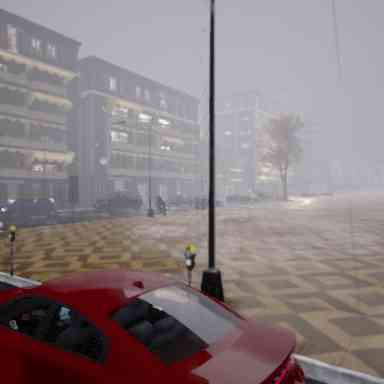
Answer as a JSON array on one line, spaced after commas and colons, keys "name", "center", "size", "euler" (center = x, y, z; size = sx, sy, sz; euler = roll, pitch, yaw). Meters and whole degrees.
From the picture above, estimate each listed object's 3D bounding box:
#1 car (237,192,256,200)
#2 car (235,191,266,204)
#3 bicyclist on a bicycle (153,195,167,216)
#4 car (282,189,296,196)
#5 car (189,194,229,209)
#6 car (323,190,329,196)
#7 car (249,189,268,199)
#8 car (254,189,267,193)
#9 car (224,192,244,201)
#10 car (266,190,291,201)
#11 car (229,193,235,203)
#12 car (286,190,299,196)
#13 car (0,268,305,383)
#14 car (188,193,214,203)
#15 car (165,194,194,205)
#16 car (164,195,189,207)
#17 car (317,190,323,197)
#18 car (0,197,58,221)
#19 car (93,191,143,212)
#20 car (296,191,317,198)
[{"name": "car", "center": [10.847, 0.661, 65.562], "size": [1.752, 1.417, 4.829], "euler": [1, 2, 35]}, {"name": "car", "center": [8.322, 0.972, 47.196], "size": [2.008, 1.369, 4.403], "euler": [1, 2, 35]}, {"name": "bicyclist on a bicycle", "center": [-2.585, 1.098, 26.282], "size": [1.656, 1.620, 0.582], "euler": [0, 1, 35]}, {"name": "car", "center": [23.625, 0.107, 84.011], "size": [2.192, 1.841, 5.009], "euler": [1, 2, 35]}, {"name": "car", "center": [1.982, 1.146, 38.038], "size": [2.008, 1.369, 4.403], "euler": [1, 2, 35]}, {"name": "car", "center": [33.684, 0.176, 83.822], "size": [1.967, 1.590, 4.097], "euler": [1, 2, 35]}, {"name": "car", "center": [14.116, 0.363, 70.276], "size": [2.192, 1.841, 5.009], "euler": [1, 2, 35]}, {"name": "car", "center": [12.722, 0.737, 58.295], "size": [1.837, 1.490, 4.892], "euler": [0, 1, 35]}, {"name": "car", "center": [7.773, 0.785, 61.125], "size": [1.947, 1.339, 4.313], "euler": [1, 2, 35]}, {"name": "car", "center": [14.760, 0.771, 56.493], "size": [1.752, 1.417, 4.829], "euler": [1, 2, 35]}, {"name": "car", "center": [6.852, 0.870, 49.730], "size": [1.882, 1.535, 5.008], "euler": [0, 1, 35]}, {"name": "car", "center": [26.794, 0.251, 88.596], "size": [1.887, 1.381, 4.507], "euler": [1, 2, 35]}, {"name": "car", "center": [-1.125, 1.558, 3.667], "size": [4.507, 1.381, 1.887], "euler": [0, 0, 36]}, {"name": "car", "center": [1.433, 0.943, 51.967], "size": [2.008, 1.369, 4.403], "euler": [1, 2, 35]}, {"name": "car", "center": [-1.737, 1.045, 47.389], "size": [1.947, 1.339, 4.313], "euler": [1, 2, 35]}, {"name": "car", "center": [-1.660, 1.070, 42.951], "size": [1.812, 1.442, 4.674], "euler": [0, 1, 35]}, {"name": "car", "center": [27.343, 0.457, 74.667], "size": [2.008, 1.369, 4.403], "euler": [1, 2, 35]}, {"name": "car", "center": [-13.161, 1.214, 26.343], "size": [2.097, 1.767, 4.553], "euler": [0, 1, 37]}, {"name": "car", "center": [-7.546, 0.927, 34.457], "size": [2.150, 2.045, 5.566], "euler": [0, 1, 35]}, {"name": "car", "center": [24.174, 0.542, 70.090], "size": [2.008, 1.369, 4.403], "euler": [1, 2, 35]}]
